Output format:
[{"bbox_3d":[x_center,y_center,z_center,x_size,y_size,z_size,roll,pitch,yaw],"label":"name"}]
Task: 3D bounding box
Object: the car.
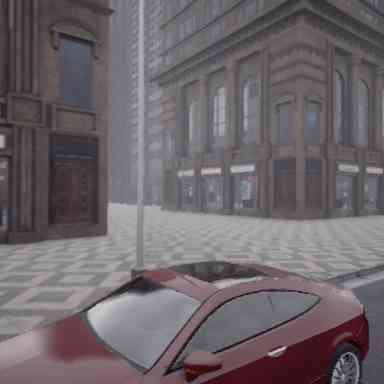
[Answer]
[{"bbox_3d":[0.002,1.527,3.380,4.674,1.442,1.812,0,0,-35],"label":"car"}]
